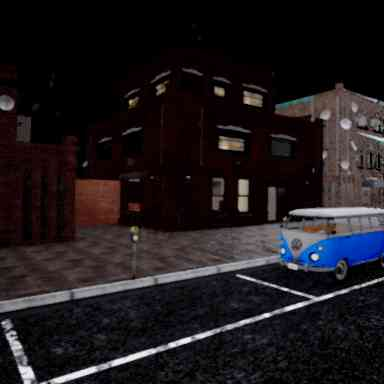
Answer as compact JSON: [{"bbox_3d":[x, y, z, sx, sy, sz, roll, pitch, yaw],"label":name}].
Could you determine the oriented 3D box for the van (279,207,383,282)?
[{"bbox_3d":[4.250,1.354,9.577,3.998,1.788,1.690,0,1,-35],"label":"van"}]
